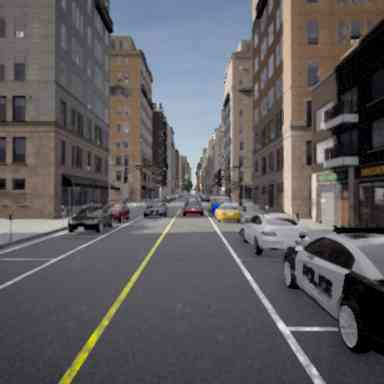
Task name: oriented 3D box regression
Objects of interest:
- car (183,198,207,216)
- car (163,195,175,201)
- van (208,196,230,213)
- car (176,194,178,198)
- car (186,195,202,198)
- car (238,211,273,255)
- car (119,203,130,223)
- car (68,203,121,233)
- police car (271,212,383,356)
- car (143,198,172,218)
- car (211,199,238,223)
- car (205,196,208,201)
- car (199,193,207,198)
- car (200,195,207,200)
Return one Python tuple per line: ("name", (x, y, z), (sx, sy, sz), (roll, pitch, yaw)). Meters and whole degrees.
("car", (0.089, 1.543, 32.450), (1.994, 1.385, 4.181), (0, 0, -1))
("car", (-5.536, 1.526, 74.515), (1.802, 1.307, 4.206), (1, 0, 1))
("van", (2.678, 1.321, 31.073), (1.690, 1.788, 3.998), (1, 0, 0))
("car", (-5.394, 1.484, 85.572), (2.008, 1.369, 4.403), (1, 0, 1))
("car", (0.068, 1.494, 46.048), (1.812, 1.442, 4.674), (0, 0, 0))
("car", (3.149, 1.518, 13.143), (1.812, 1.442, 4.674), (0, 0, 0))
("car", (-5.850, 1.529, 25.402), (1.887, 1.381, 4.507), (1, 0, 0))
("car", (-5.850, 1.554, 19.730), (1.947, 1.339, 4.313), (1, 0, 0))
("police car", (3.134, 1.421, 6.253), (1.930, 1.638, 5.238), (0, 0, 0))
("car", (-3.091, 1.545, 29.402), (1.994, 1.385, 4.181), (0, 0, 0))
("car", (2.676, 1.509, 25.569), (1.752, 1.417, 4.829), (1, 0, 0))
("car", (2.676, 1.501, 36.916), (1.752, 1.417, 4.829), (1, 0, 0))
("car", (2.990, 1.509, 74.410), (1.947, 1.339, 4.313), (1, 0, 1))
("car", (3.201, 1.471, 91.001), (1.887, 1.381, 4.507), (1, 0, 1))
